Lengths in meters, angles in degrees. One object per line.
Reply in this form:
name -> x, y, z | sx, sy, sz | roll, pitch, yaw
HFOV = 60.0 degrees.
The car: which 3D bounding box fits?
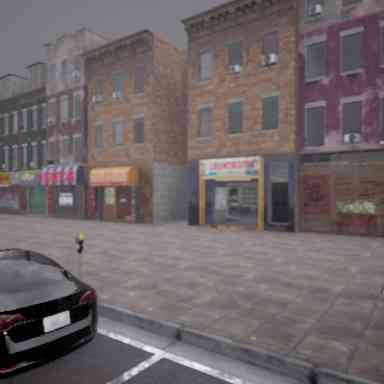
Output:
car -> -3.290, 1.569, 5.156 | 4.313, 1.339, 1.947 | 0, 0, 36
